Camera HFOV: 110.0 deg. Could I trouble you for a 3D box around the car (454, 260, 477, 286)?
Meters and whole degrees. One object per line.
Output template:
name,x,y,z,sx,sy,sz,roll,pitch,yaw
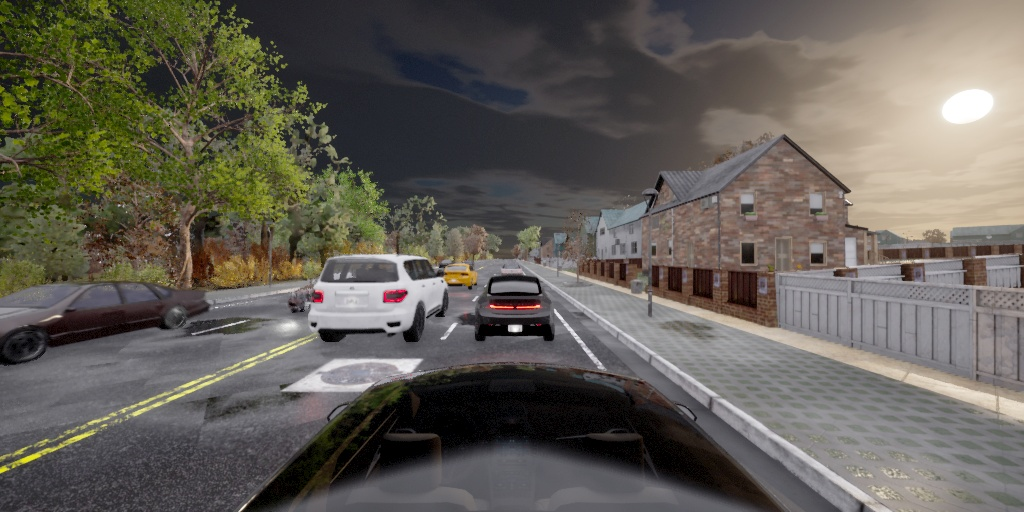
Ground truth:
car,-3.308,1.237,22.829,1.882,1.535,5.008,0,0,0

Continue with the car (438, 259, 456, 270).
car,-10.080,1.266,55.646,1.882,1.535,5.008,0,0,0

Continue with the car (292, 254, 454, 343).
car,-3.195,0.975,9.791,2.150,2.045,5.566,0,0,0

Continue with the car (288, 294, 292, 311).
car,-6.678,1.280,14.067,1.812,1.442,4.674,0,0,-1

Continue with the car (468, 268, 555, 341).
car,0.052,1.258,9.869,1.837,1.490,4.892,0,0,0

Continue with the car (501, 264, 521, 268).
car,-0.086,1.366,33.244,1.895,1.301,4.718,0,0,-2

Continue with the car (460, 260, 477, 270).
car,-6.825,1.393,56.592,2.033,1.411,5.357,0,0,0

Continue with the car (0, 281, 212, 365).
car,-9.888,1.300,8.279,2.033,1.411,5.357,0,0,0
